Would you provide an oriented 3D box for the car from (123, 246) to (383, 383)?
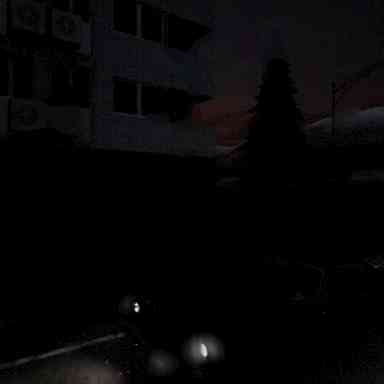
[{"bbox_3d":[1.441,1.594,5.009,4.718,1.301,1.895,0,0,-35],"label":"car"}]
